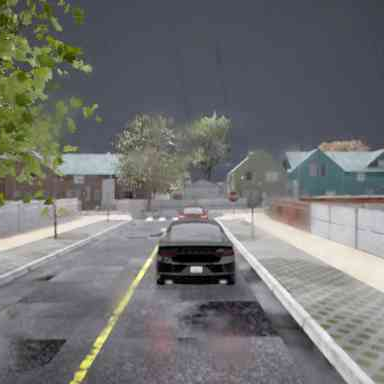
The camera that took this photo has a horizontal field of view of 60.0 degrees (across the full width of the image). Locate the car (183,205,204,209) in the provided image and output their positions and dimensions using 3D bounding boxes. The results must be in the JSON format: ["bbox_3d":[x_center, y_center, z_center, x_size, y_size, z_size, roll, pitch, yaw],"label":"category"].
[{"bbox_3d":[0.089,1.536,20.509,1.812,1.442,4.674,0,0,1],"label":"car"}]

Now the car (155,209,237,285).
[{"bbox_3d":[0.085,1.482,9.496,1.882,1.535,5.008,0,0,0],"label":"car"}]
